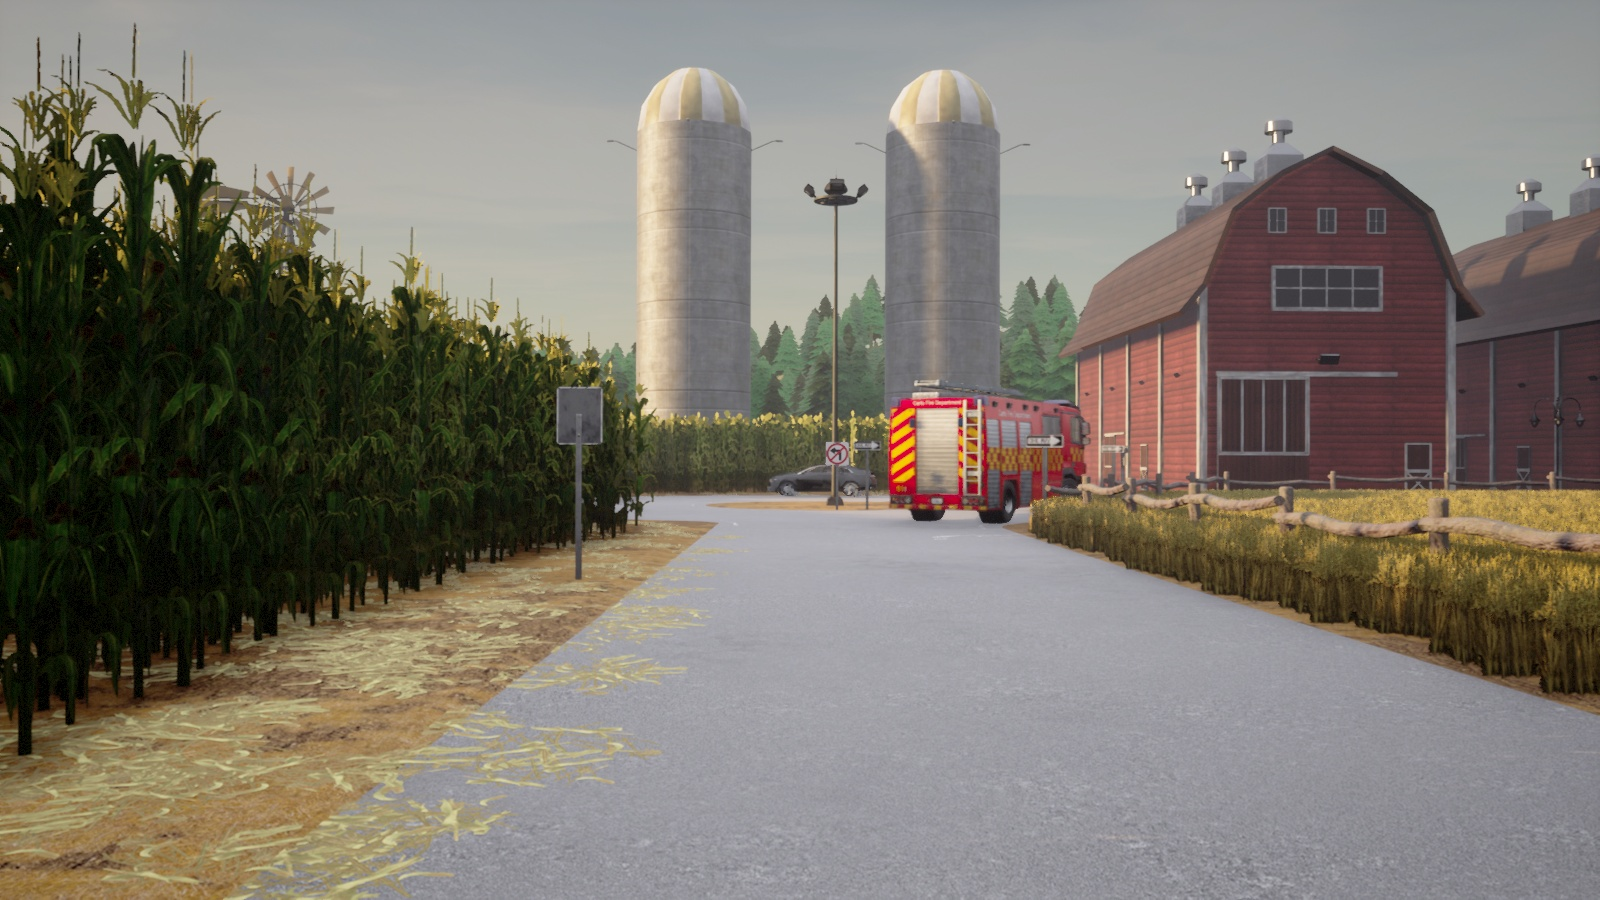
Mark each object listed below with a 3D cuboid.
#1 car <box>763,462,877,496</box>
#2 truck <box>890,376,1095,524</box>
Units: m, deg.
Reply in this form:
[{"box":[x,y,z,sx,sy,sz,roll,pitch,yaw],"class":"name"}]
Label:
[{"box":[0.930,1.294,56.275,4.902,1.511,2.128,0,-1,8],"class":"car"},{"box":[5.861,0.024,36.746,2.891,3.827,8.468,-1,-1,31],"class":"truck"}]
